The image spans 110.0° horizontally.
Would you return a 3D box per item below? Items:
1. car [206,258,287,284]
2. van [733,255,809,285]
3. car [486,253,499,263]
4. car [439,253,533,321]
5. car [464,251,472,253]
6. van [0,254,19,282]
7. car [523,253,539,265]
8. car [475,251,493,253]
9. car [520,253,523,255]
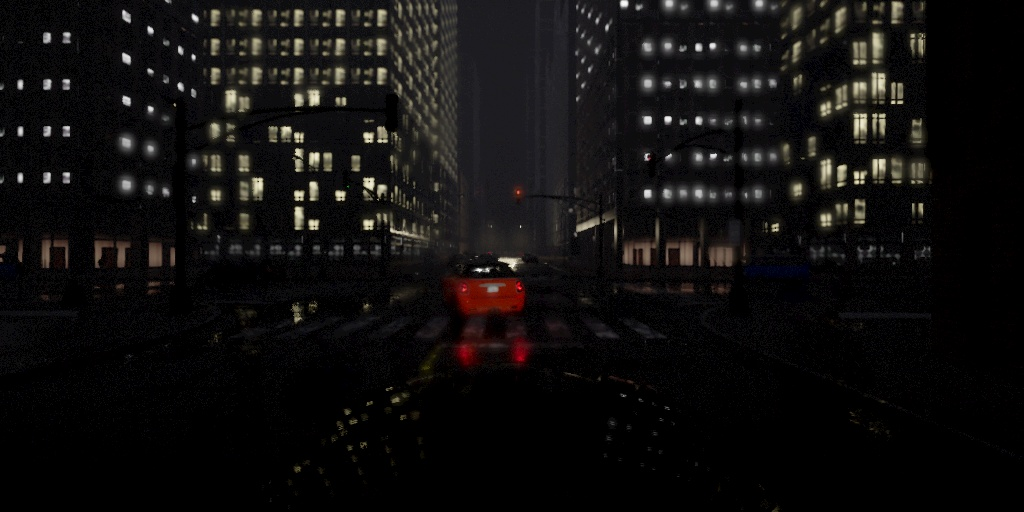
[{"bbox_3d":[-16.488,0.872,22.287,4.097,1.591,1.967,0,0,0],"label":"car"},{"bbox_3d":[15.986,0.829,22.206,3.998,1.789,1.690,0,0,0],"label":"van"},{"bbox_3d":[-3.055,0.254,57.728,1.812,1.442,4.674,0,1,0],"label":"car"},{"bbox_3d":[-1.150,0.914,12.002,2.097,1.767,4.553,0,1,-17],"label":"car"},{"bbox_3d":[-5.682,0.533,37.717,1.967,1.591,4.097,0,0,0],"label":"car"},{"bbox_3d":[-33.433,0.749,22.328,3.998,1.789,1.690,0,0,0],"label":"van"},{"bbox_3d":[2.701,0.471,48.925,1.802,1.307,4.207,0,0,0],"label":"car"},{"bbox_3d":[-3.082,0.499,42.369,2.128,1.511,4.902,0,1,0],"label":"car"},{"bbox_3d":[2.705,0.211,60.249,1.751,1.417,4.829,0,0,0],"label":"car"}]
